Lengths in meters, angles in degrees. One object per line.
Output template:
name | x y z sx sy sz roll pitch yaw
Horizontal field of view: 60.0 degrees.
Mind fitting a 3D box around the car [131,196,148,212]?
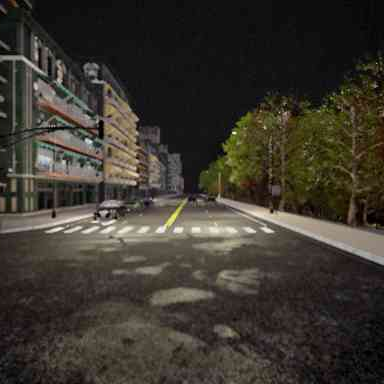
car | -6.574 1.280 36.990 2.097 1.767 4.553 0 0 0

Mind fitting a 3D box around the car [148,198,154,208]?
car | -6.528 1.513 47.250 1.895 1.301 4.718 0 0 1

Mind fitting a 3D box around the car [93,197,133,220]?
car | -6.588 1.437 27.185 2.128 1.511 4.902 0 0 0

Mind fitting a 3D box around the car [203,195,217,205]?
car | 3.274 1.388 57.561 2.128 1.511 4.902 0 0 0

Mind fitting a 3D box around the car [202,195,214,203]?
car | 3.278 1.362 67.981 2.128 1.511 4.902 0 0 0

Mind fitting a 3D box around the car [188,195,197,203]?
car | 0.029 1.385 67.983 1.812 1.442 4.674 0 0 0

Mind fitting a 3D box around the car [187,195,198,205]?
car | 0.024 1.388 57.559 2.128 1.511 4.902 0 0 0
